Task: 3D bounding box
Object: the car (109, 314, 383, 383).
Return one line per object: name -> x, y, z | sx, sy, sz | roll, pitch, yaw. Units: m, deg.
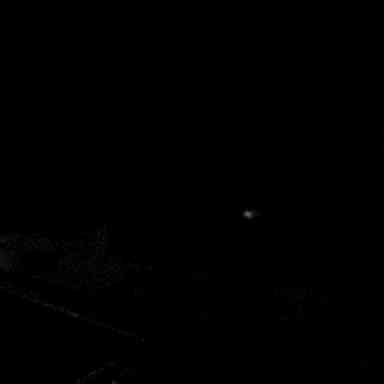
car -> 1.194, 1.583, 2.213 | 4.206, 1.307, 1.802 | 0, 1, 36
